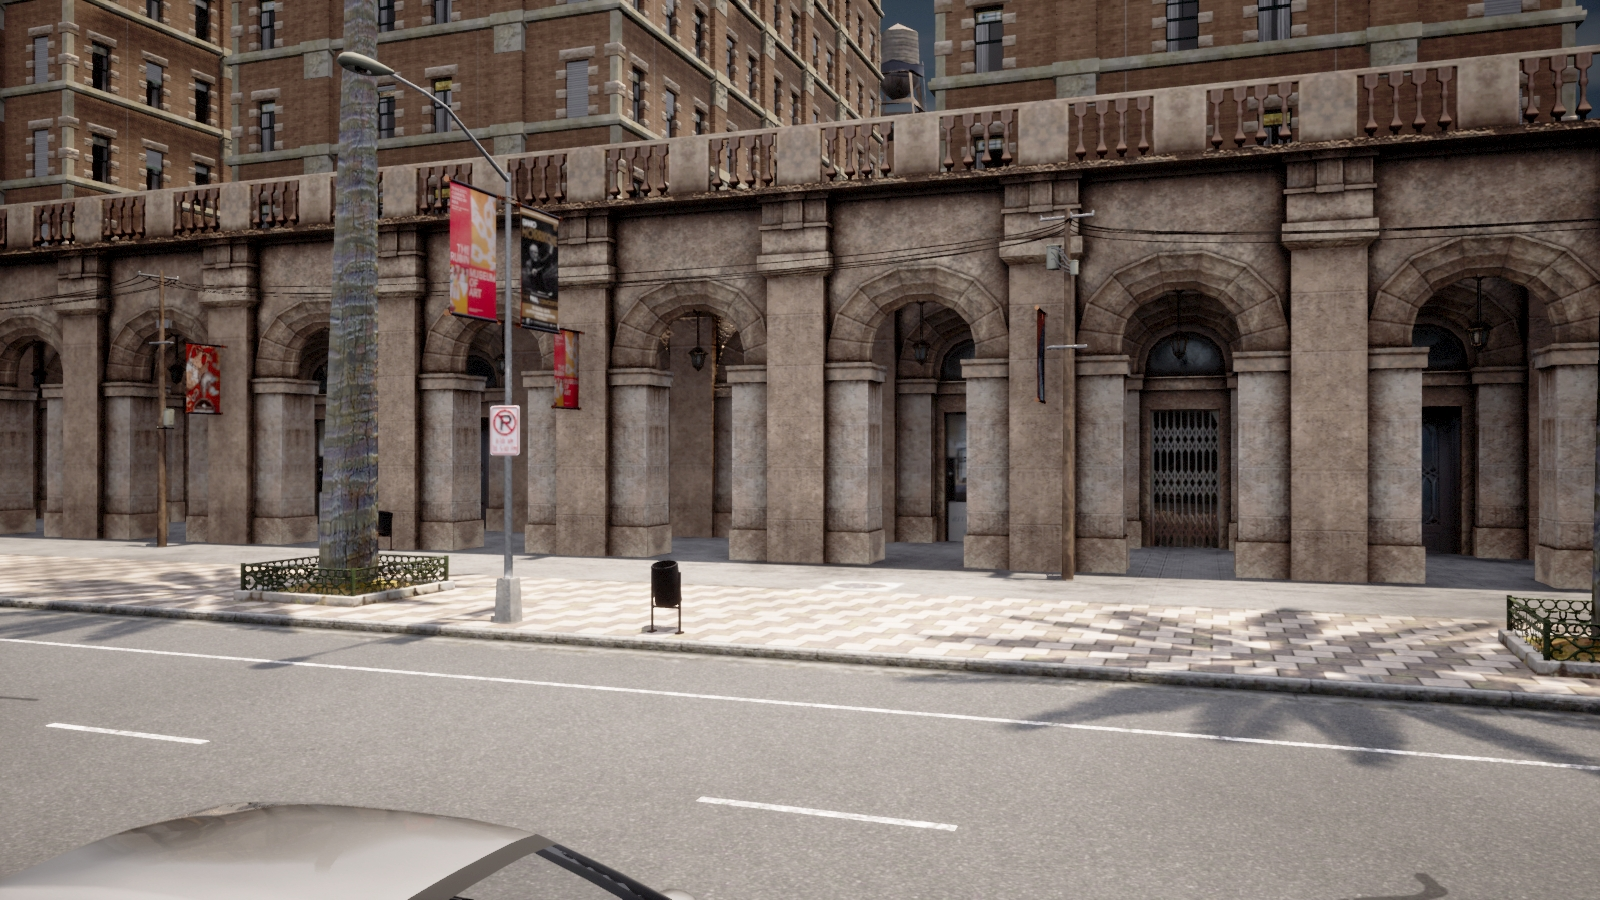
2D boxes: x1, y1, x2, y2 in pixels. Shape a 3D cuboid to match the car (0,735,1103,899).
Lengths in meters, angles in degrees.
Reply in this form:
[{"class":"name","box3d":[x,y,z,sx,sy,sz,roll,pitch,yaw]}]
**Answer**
[{"class":"car","box3d":[-1.248,2.067,3.754,4.193,1.474,1.816,0,0,20]}]
